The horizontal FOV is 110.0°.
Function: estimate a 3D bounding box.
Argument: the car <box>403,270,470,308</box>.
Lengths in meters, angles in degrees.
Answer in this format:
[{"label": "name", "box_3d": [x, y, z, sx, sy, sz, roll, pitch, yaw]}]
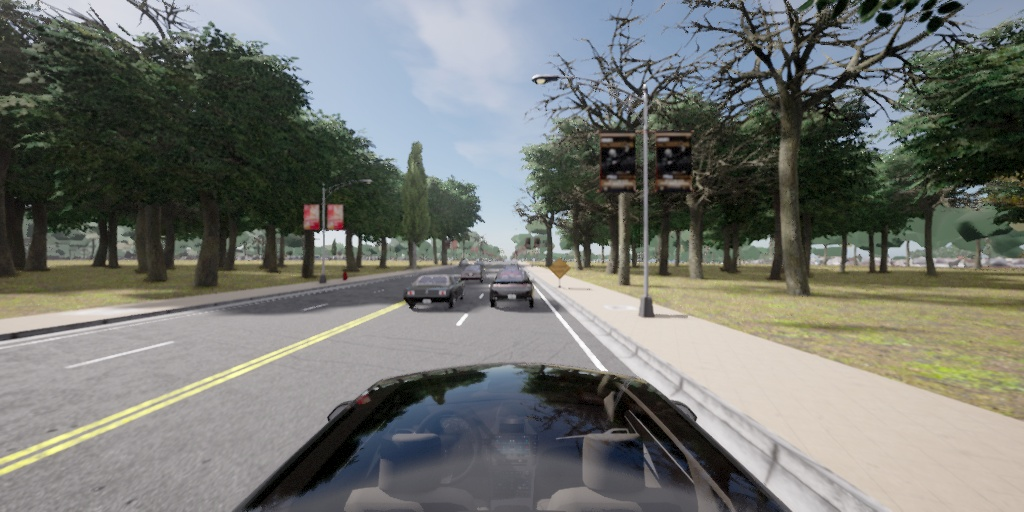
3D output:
[{"label": "car", "box_3d": [-3.248, 1.468, 15.955, 1.895, 1.301, 4.718, 0, 0, 0]}]

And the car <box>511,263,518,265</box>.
[{"label": "car", "box_3d": [-0.020, 1.539, 31.162, 1.994, 1.385, 4.181, 0, 0, 0]}]

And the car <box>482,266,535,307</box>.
[{"label": "car", "box_3d": [0.004, 1.361, 16.145, 2.128, 1.511, 4.902, 0, 0, 0]}]

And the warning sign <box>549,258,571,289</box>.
[{"label": "warning sign", "box_3d": [2.844, 1.023, 21.328, 1.300, 1.860, 1.060, 0, 0, 0]}]

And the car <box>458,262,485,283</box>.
[{"label": "car", "box_3d": [-3.274, 1.520, 30.841, 2.033, 1.411, 5.357, 0, 0, 0]}]
